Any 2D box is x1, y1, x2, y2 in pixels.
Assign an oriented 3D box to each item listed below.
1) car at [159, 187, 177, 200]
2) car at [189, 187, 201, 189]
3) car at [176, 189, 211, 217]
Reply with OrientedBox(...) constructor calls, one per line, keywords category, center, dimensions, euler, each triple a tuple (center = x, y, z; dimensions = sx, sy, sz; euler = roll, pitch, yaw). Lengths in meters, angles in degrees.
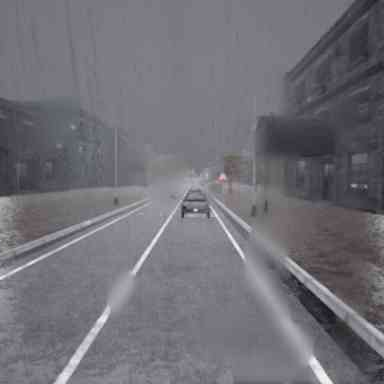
OrientedBox(category="car", center=(-2.828, 0.175, 40.294), dimensions=(1.837, 1.490, 4.892), euler=(0, 2, 1))
OrientedBox(category="car", center=(0.361, 0.154, 40.800), dimensions=(2.128, 1.511, 4.902), euler=(0, 2, 0))
OrientedBox(category="car", center=(0.244, 0.790, 22.480), dimensions=(2.128, 1.511, 4.902), euler=(0, 2, 0))
